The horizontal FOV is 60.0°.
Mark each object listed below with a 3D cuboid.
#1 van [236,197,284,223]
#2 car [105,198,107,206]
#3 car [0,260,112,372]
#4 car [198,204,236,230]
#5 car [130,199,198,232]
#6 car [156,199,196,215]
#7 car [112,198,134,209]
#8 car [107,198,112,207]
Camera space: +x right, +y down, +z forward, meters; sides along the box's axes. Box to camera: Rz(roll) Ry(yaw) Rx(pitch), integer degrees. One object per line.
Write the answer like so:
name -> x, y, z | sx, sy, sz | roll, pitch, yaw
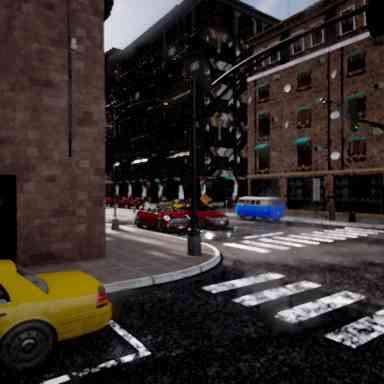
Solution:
van -> 5.003, 1.272, 25.004 | 1.690, 1.788, 3.998 | 0, 0, -36
car -> -14.294, 1.422, 47.026 | 2.128, 1.511, 4.902 | -1, 0, -35
car -> -3.472, 1.526, 4.088 | 4.829, 1.417, 1.752 | 0, 0, -36
car -> 0.428, 1.503, 21.453 | 1.812, 1.442, 4.674 | -1, 1, -35
car -> -1.784, 1.436, 20.089 | 1.967, 1.590, 4.097 | 0, 0, -36
car -> -1.759, 1.442, 34.298 | 1.752, 1.417, 4.829 | -1, 0, -36
car -> -8.321, 1.455, 43.315 | 1.887, 1.381, 4.507 | -1, 0, -36
car -> -11.652, 1.455, 47.893 | 1.887, 1.381, 4.507 | -1, 0, -36
